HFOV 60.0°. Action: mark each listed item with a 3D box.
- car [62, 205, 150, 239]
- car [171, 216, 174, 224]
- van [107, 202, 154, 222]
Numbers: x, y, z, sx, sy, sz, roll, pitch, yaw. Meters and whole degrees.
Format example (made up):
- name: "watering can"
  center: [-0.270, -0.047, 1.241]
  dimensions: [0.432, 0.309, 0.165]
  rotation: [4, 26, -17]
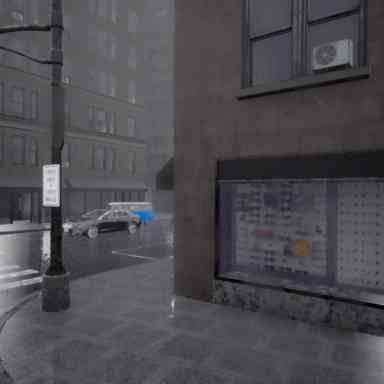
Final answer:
- name: "car"
  center: [-5.026, 1.727, 19.015]
  dimensions: [2.128, 1.511, 4.902]
  rotation: [0, -1, 35]
- name: "car"
  center: [0.231, 1.947, 26.477]
  dimensions: [1.994, 1.385, 4.181]
  rotation: [0, -1, 36]
- name: "van"
  center: [-4.536, 1.636, 24.198]
  dimensions: [1.690, 1.788, 3.998]
  rotation: [-1, -1, 35]
